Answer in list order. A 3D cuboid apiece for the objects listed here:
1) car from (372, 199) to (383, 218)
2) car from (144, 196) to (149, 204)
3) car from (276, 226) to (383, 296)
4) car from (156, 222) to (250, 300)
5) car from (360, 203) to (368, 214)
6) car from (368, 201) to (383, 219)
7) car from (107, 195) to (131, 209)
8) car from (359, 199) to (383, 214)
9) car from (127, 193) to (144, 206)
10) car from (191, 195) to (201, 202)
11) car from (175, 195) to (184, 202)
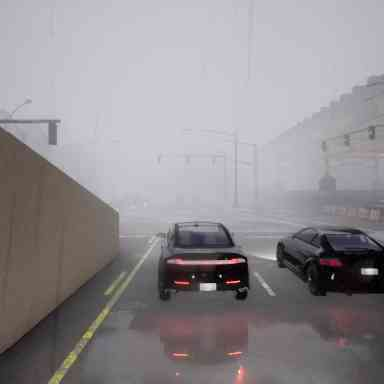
[{"bbox_3d":[17.476,1.295,26.778,1.853,1.218,4.536,0,0,-35],"label":"car"},{"bbox_3d":[-9.766,1.563,66.068,1.994,1.385,4.181,0,0,2],"label":"car"},{"bbox_3d":[3.575,1.564,8.676,1.994,1.385,4.181,0,0,0],"label":"car"},{"bbox_3d":[0.137,1.492,8.393,2.128,1.511,4.902,0,0,-4],"label":"car"},{"bbox_3d":[17.553,1.453,31.427,4.974,1.542,2.038,0,0,-45],"label":"car"},{"bbox_3d":[17.446,1.453,26.820,2.038,1.542,4.974,0,0,-35],"label":"car"},{"bbox_3d":[-10.344,1.547,46.022,2.033,1.411,5.357,0,0,2],"label":"car"},{"bbox_3d":[17.590,1.295,31.464,4.536,1.218,1.853,0,0,-45],"label":"car"},{"bbox_3d":[-10.083,1.221,55.953,2.150,2.045,5.566,0,0,2],"label":"car"},{"bbox_3d":[0.864,1.355,69.974,2.033,1.411,5.357,0,0,1],"label":"car"},{"bbox_3d":[-2.635,1.355,70.063,2.033,1.411,5.357,0,0,1],"label":"car"}]
